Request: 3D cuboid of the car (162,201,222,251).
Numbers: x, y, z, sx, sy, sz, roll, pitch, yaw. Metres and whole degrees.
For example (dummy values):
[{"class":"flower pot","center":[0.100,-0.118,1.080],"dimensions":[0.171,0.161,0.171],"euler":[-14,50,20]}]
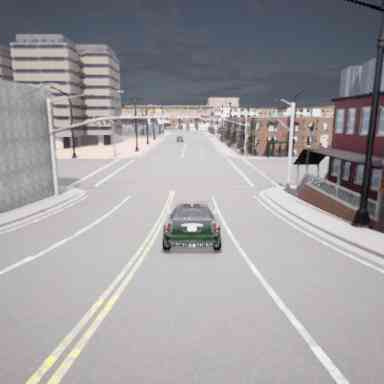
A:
[{"class":"car","center":[0.002,1.147,13.447],"dimensions":[2.097,1.767,4.553],"euler":[0,3,0]}]
